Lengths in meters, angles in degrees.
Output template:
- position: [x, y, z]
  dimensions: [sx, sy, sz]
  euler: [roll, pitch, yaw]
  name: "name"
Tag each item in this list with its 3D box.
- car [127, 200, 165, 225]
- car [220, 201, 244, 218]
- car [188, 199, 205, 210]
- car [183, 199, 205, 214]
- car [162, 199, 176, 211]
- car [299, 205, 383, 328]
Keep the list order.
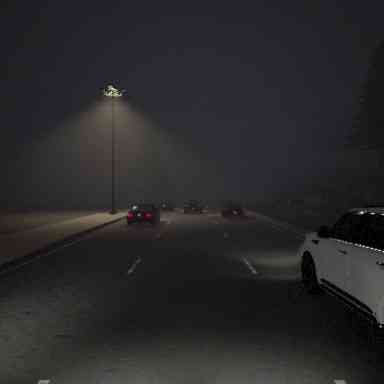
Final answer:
- position: [-3.393, 1.547, 23.950]
  dimensions: [2.033, 1.411, 5.357]
  euler: [0, 0, 0]
  name: "car"
- position: [3.610, 1.525, 30.210]
  dimensions: [1.812, 1.442, 4.674]
  euler: [0, 0, 0]
  name: "car"
- position: [0.650, 1.601, 44.540]
  dimensions: [1.895, 1.301, 4.718]
  euler: [0, 0, 6]
  name: "car"
- position: [0.149, 1.526, 35.385]
  dimensions: [1.812, 1.442, 4.674]
  euler: [0, 0, 1]
  name: "car"
- position: [-3.162, 1.563, 40.721]
  dimensions: [1.994, 1.385, 4.181]
  euler: [0, 0, 2]
  name: "car"
- position: [3.601, 1.220, 5.526]
  dimensions: [2.150, 2.045, 5.566]
  euler: [0, 0, 0]
  name: "car"
